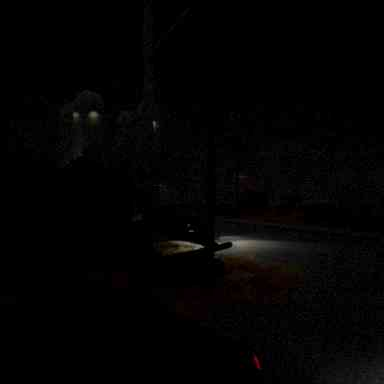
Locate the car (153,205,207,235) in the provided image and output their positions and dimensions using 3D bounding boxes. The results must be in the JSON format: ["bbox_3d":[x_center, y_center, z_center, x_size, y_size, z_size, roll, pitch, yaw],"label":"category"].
[{"bbox_3d":[-0.838,1.544,18.798,1.882,1.535,5.008,0,0,-35],"label":"car"}]

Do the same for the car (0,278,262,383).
[{"bbox_3d":[-1.474,1.567,3.027,4.181,1.385,1.994,0,0,23],"label":"car"}]
